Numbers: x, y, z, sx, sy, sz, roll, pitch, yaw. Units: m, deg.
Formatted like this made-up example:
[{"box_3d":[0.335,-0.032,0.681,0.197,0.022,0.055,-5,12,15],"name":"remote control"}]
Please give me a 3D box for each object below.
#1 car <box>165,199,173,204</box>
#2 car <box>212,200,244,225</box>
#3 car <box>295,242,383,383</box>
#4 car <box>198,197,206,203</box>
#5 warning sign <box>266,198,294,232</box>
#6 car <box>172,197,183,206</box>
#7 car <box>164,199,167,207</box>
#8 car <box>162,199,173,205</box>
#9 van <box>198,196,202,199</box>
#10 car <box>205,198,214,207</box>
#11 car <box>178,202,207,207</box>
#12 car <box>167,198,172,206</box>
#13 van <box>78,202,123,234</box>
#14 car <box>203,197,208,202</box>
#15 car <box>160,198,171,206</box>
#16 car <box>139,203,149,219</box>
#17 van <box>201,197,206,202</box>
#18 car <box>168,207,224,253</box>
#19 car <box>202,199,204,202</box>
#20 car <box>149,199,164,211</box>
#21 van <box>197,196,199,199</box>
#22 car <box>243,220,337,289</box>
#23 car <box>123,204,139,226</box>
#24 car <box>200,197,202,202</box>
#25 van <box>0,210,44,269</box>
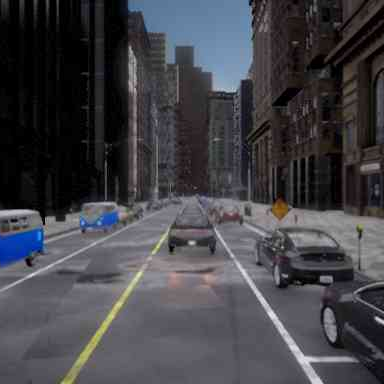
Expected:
[{"box_3d":[-5.649,2.380,82.688,1.802,1.307,4.206,0,-1,0],"name":"car"},{"box_3d":[2.859,1.689,26.208,1.967,1.590,4.097,0,-1,0],"name":"car"},{"box_3d":[2.854,1.586,3.613,2.008,1.369,4.403,0,-1,0],"name":"car"},{"box_3d":[2.878,2.224,93.988,2.192,1.841,5.009,0,-1,0],"name":"car"},{"box_3d":[5.079,1.299,19.265,1.300,1.860,1.060,0,0,0],"name":"warning sign"},{"box_3d":[-2.980,2.221,70.983,2.033,1.411,5.357,0,-1,0],"name":"car"},{"box_3d":[-5.657,2.067,54.446,1.887,1.381,4.507,0,-1,0],"name":"car"},{"box_3d":[-5.651,2.293,77.040,2.008,1.369,4.403,0,-1,0],"name":"car"},{"box_3d":[2.872,2.084,77.043,1.690,1.788,3.998,0,-1,0],"name":"van"},{"box_3d":[2.862,1.798,37.504,1.967,1.590,4.097,0,-1,0],"name":"car"},{"box_3d":[0.014,1.843,29.295,1.994,1.385,4.181,0,-1,0],"name":"car"},{"box_3d":[-5.654,2.183,65.743,2.008,1.369,4.403,0,-1,0],"name":"car"},{"box_3d":[-5.668,1.536,20.557,1.690,1.788,3.998,0,-1,0],"name":"van"},{"box_3d":[2.864,1.853,43.152,1.967,1.590,4.097,0,-1,0],"name":"car"},{"box_3d":[-5.653,2.127,71.393,1.967,1.590,4.097,0,-1,0],"name":"car"},{"box_3d":[-5.664,1.869,31.852,1.947,1.339,4.313,0,-1,0],"name":"car"},{"box_3d":[2.866,1.863,54.450,1.690,1.788,3.998,0,-1,0],"name":"van"},{"box_3d":[0.008,1.629,14.298,2.128,1.511,4.902,0,0,0],"name":"car"},{"box_3d":[2.866,2.012,48.799,1.887,1.381,4.507,0,-1,0],"name":"car"},{"box_3d":[-5.659,2.033,48.797,1.947,1.339,4.313,0,-1,0],"name":"car"},{"box_3d":[2.876,2.195,88.339,1.690,1.788,3.998,0,-1,0],"name":"van"},{"box_3d":[2.855,1.639,9.262,2.008,1.369,4.403,0,-1,0],"name":"car"},{"box_3d":[-5.665,1.773,26.033,1.752,1.417,4.829,0,-1,0],"name":"car"},{"box_3d":[2.869,2.017,60.097,1.967,1.590,4.097,0,-1,0],"name":"car"},{"box_3d":[-5.671,1.429,9.259,1.690,1.788,3.998,0,-1,0],"name":"van"}]
